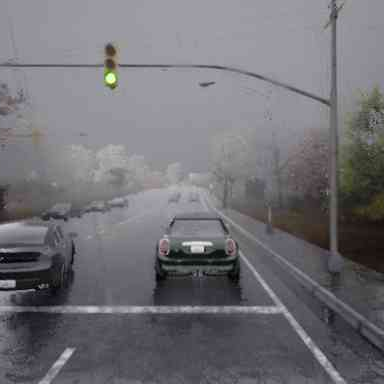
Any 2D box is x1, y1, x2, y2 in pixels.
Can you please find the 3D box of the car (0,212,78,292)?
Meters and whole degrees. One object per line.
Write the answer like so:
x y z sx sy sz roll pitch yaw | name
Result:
-4.249 1.529 8.816 1.837 1.490 4.892 2 0 -16 | car

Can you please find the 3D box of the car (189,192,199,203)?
0.360 1.200 58.867 2.033 1.411 5.357 0 3 0 | car

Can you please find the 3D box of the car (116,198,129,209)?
-10.384 1.544 47.672 1.882 1.535 5.008 0 1 1 | car

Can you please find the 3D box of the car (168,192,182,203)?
-3.240 1.215 58.567 2.033 1.411 5.357 0 3 0 | car

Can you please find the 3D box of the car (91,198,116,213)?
-10.432 1.657 37.562 1.994 1.385 4.181 0 0 1 | car

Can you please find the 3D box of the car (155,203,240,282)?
0.137 1.376 10.012 2.097 1.767 4.553 0 0 0 | car

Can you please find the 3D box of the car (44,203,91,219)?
-10.496 1.615 27.606 2.033 1.411 5.357 0 0 1 | car

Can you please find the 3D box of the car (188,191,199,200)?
0.311 0.690 69.125 2.033 1.411 5.357 0 3 0 | car
